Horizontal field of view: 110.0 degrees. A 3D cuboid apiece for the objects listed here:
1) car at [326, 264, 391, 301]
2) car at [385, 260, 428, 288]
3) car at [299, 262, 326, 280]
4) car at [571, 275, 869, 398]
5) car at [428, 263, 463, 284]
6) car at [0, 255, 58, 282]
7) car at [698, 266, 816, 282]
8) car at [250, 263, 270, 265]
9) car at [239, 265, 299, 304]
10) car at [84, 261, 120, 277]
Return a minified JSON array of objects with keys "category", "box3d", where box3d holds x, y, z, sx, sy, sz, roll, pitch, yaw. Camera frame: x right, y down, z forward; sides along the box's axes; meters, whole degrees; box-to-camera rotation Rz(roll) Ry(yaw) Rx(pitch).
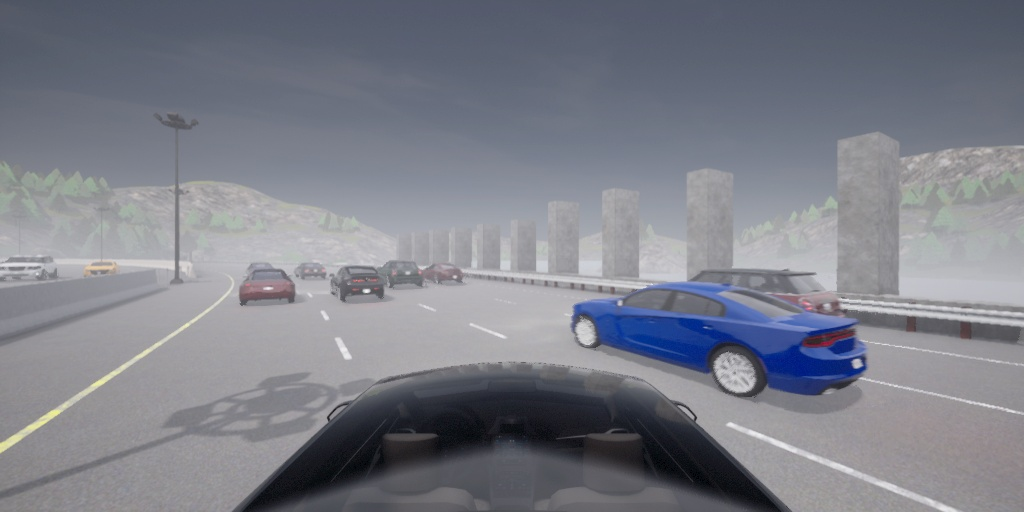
[{"category":"car","box3d":[-7.543,1.232,17.323,1.837,1.490,4.892,0,0,-33]},{"category":"car","box3d":[-7.531,1.074,23.497,2.097,1.767,4.553,0,0,-35]},{"category":"car","box3d":[-17.671,1.254,31.305,2.033,1.411,5.357,0,0,-39]},{"category":"car","box3d":[3.192,1.225,6.757,1.882,1.535,5.008,0,0,-31]},{"category":"car","box3d":[-5.216,1.247,26.277,1.812,1.442,4.674,0,0,-35]},{"category":"car","box3d":[-38.416,0.917,28.537,2.150,2.045,5.566,0,0,-41]},{"category":"car","box3d":[5.635,1.099,9.473,2.097,1.767,4.553,0,0,-31]},{"category":"car","box3d":[-20.849,1.253,29.676,2.033,1.411,5.357,0,0,-40]},{"category":"car","box3d":[-11.064,1.290,16.280,1.994,1.385,4.181,0,0,-34]},{"category":"car","box3d":[-37.916,1.194,33.253,1.882,1.535,5.008,0,0,-43]}]
